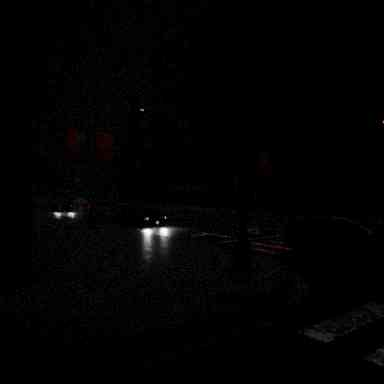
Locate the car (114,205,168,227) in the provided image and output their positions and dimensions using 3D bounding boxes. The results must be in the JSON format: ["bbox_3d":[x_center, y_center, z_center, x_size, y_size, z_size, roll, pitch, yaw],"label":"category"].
[{"bbox_3d":[-3.793,1.618,23.823,2.033,1.411,5.357,0,0,-36],"label":"car"}]

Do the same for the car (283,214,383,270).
[{"bbox_3d":[5.364,1.503,11.075,2.128,1.511,4.902,0,-1,-36],"label":"car"}]

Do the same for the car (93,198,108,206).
[{"bbox_3d":[-16.199,1.786,58.147,1.994,1.385,4.181,0,0,-35],"label":"car"}]

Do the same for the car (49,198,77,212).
[{"bbox_3d":[-16.298,1.630,41.289,1.882,1.535,5.008,0,0,-35],"label":"car"}]

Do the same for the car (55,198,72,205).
[{"bbox_3d":[-25.231,1.855,65.160,1.895,1.301,4.718,0,0,-36],"label":"car"}]

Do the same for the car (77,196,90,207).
[{"bbox_3d":[-18.959,1.742,56.428,1.812,1.442,4.674,0,0,-36],"label":"car"}]

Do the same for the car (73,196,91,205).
[{"bbox_3d":[-22.011,1.611,66.250,2.097,1.767,4.553,0,0,-36],"label":"car"}]
